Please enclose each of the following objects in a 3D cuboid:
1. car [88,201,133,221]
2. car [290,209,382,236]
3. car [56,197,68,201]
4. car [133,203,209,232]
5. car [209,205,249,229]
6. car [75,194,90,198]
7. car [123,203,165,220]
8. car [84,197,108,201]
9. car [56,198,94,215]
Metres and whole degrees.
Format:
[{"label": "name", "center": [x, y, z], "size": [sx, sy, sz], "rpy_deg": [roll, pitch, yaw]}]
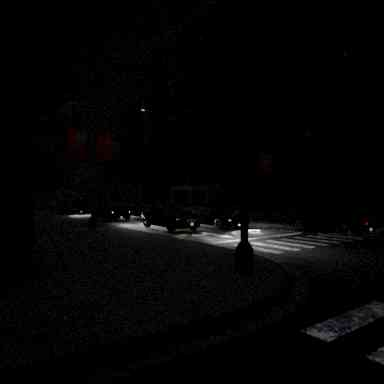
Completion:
[{"label": "car", "center": [-6.873, 1.693, 28.204], "size": [1.895, 1.301, 4.718], "rpy_deg": [0, 0, -36]}, {"label": "car", "center": [7.977, 1.644, 19.020], "size": [1.895, 1.301, 4.718], "rpy_deg": [0, 0, -36]}, {"label": "car", "center": [-25.181, 1.746, 65.148], "size": [2.128, 1.511, 4.902], "rpy_deg": [0, 0, -36]}, {"label": "car", "center": [-1.429, 1.548, 20.627], "size": [2.128, 1.511, 4.902], "rpy_deg": [0, 0, -36]}, {"label": "car", "center": [1.412, 1.609, 22.303], "size": [2.033, 1.411, 5.357], "rpy_deg": [0, 0, -33]}, {"label": "car", "center": [-21.898, 1.476, 66.151], "size": [2.150, 2.045, 5.566], "rpy_deg": [0, 0, -36]}, {"label": "car", "center": [-4.479, 1.701, 30.437], "size": [1.895, 1.301, 4.718], "rpy_deg": [0, 0, -36]}, {"label": "car", "center": [-10.548, 1.632, 38.906], "size": [2.128, 1.511, 4.902], "rpy_deg": [0, 0, -36]}, {"label": "car", "center": [-13.049, 1.681, 36.818], "size": [2.033, 1.411, 5.357], "rpy_deg": [0, 0, -35]}]
